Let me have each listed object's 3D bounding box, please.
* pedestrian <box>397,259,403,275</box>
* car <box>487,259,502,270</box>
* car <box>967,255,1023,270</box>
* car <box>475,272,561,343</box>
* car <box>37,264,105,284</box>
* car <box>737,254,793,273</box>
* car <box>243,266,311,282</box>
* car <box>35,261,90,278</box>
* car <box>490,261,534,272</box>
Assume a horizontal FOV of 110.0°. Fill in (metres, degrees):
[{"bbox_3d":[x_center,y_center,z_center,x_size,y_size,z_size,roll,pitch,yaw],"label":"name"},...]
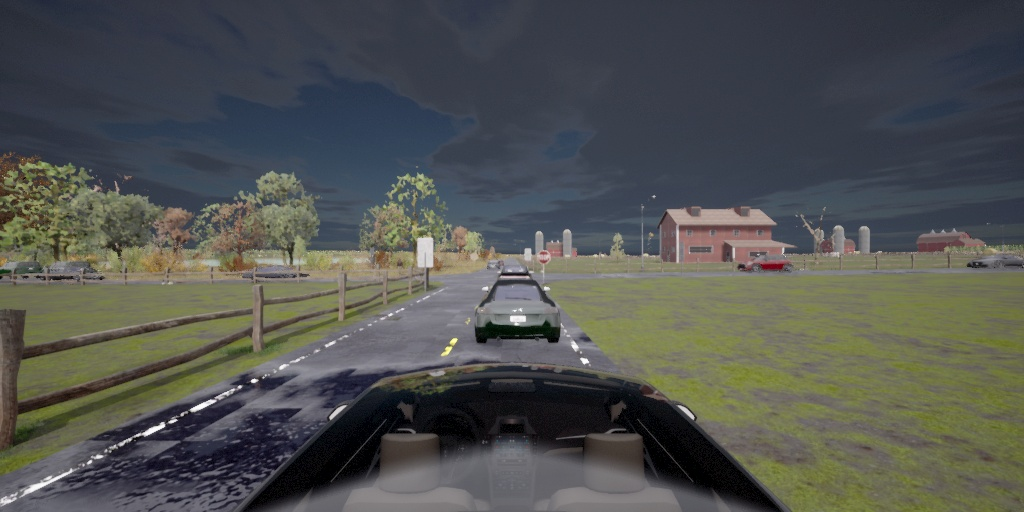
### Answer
[{"bbox_3d":[-12.083,1.158,38.525,0.375,1.860,0.375,0,1,1],"label":"pedestrian"},{"bbox_3d":[-2.729,1.267,53.563,1.812,1.442,4.674,0,0,0],"label":"car"},{"bbox_3d":[47.220,0.581,34.834,4.181,1.385,1.994,-1,0,1],"label":"car"},{"bbox_3d":[0.118,1.312,9.658,1.994,1.385,4.181,0,0,0],"label":"car"},{"bbox_3d":[-41.241,1.789,33.905,4.902,1.511,2.128,-1,0,10],"label":"car"},{"bbox_3d":[24.704,0.707,35.136,4.553,1.767,2.097,-1,0,1],"label":"car"},{"bbox_3d":[-21.363,1.581,32.660,5.357,1.411,2.033,-1,0,1],"label":"car"},{"bbox_3d":[-47.503,1.580,38.291,5.566,2.045,2.150,-1,0,18],"label":"car"},{"bbox_3d":[0.197,1.238,19.899,2.128,1.511,4.902,0,0,2],"label":"car"}]
